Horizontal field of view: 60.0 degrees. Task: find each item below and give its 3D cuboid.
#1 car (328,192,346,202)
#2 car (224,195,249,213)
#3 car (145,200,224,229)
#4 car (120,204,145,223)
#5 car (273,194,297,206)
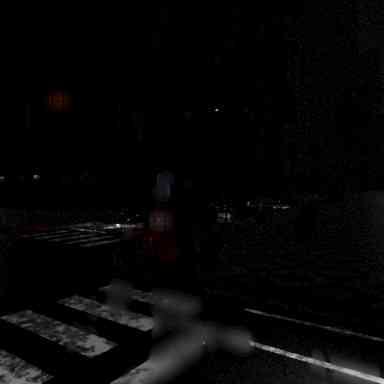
[{"bbox_3d":[22.821,0.711,52.166,1.882,1.535,5.008,0,1,36],"label":"car"},{"bbox_3d":[3.581,1.106,30.735,1.837,1.490,4.892,0,1,36],"label":"car"},{"bbox_3d":[-0.296,1.268,19.909,1.837,1.490,4.892,1,1,36],"label":"car"},{"bbox_3d":[-2.259,1.283,22.504,2.033,1.411,5.357,0,1,38],"label":"car"},{"bbox_3d":[11.814,0.975,42.226,1.994,1.385,4.181,0,1,36],"label":"car"}]
